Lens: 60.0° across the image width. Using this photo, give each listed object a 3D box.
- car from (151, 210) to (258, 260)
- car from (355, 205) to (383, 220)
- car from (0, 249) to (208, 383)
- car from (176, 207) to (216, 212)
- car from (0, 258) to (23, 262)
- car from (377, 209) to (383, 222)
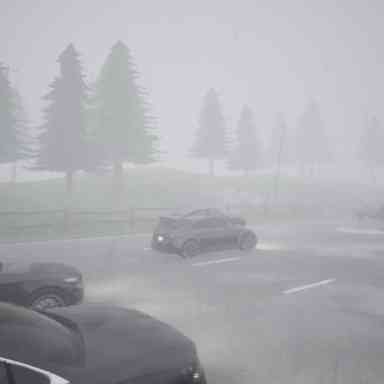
[{"bbox_3d":[0.545,1.603,12.744,4.181,1.385,1.994,0,0,-35],"label":"car"},{"bbox_3d":[15.753,1.736,27.894,4.718,1.301,1.895,0,0,-36],"label":"car"},{"bbox_3d":[-2.109,1.505,2.251,4.892,1.490,1.837,0,0,-35],"label":"car"},{"bbox_3d":[0.626,1.528,17.097,5.008,1.535,1.882,0,0,-35],"label":"car"},{"bbox_3d":[-4.088,1.526,5.152,4.674,1.442,1.812,0,0,-35],"label":"car"},{"bbox_3d":[11.578,1.634,16.314,5.357,1.411,2.033,0,0,-36],"label":"car"}]
